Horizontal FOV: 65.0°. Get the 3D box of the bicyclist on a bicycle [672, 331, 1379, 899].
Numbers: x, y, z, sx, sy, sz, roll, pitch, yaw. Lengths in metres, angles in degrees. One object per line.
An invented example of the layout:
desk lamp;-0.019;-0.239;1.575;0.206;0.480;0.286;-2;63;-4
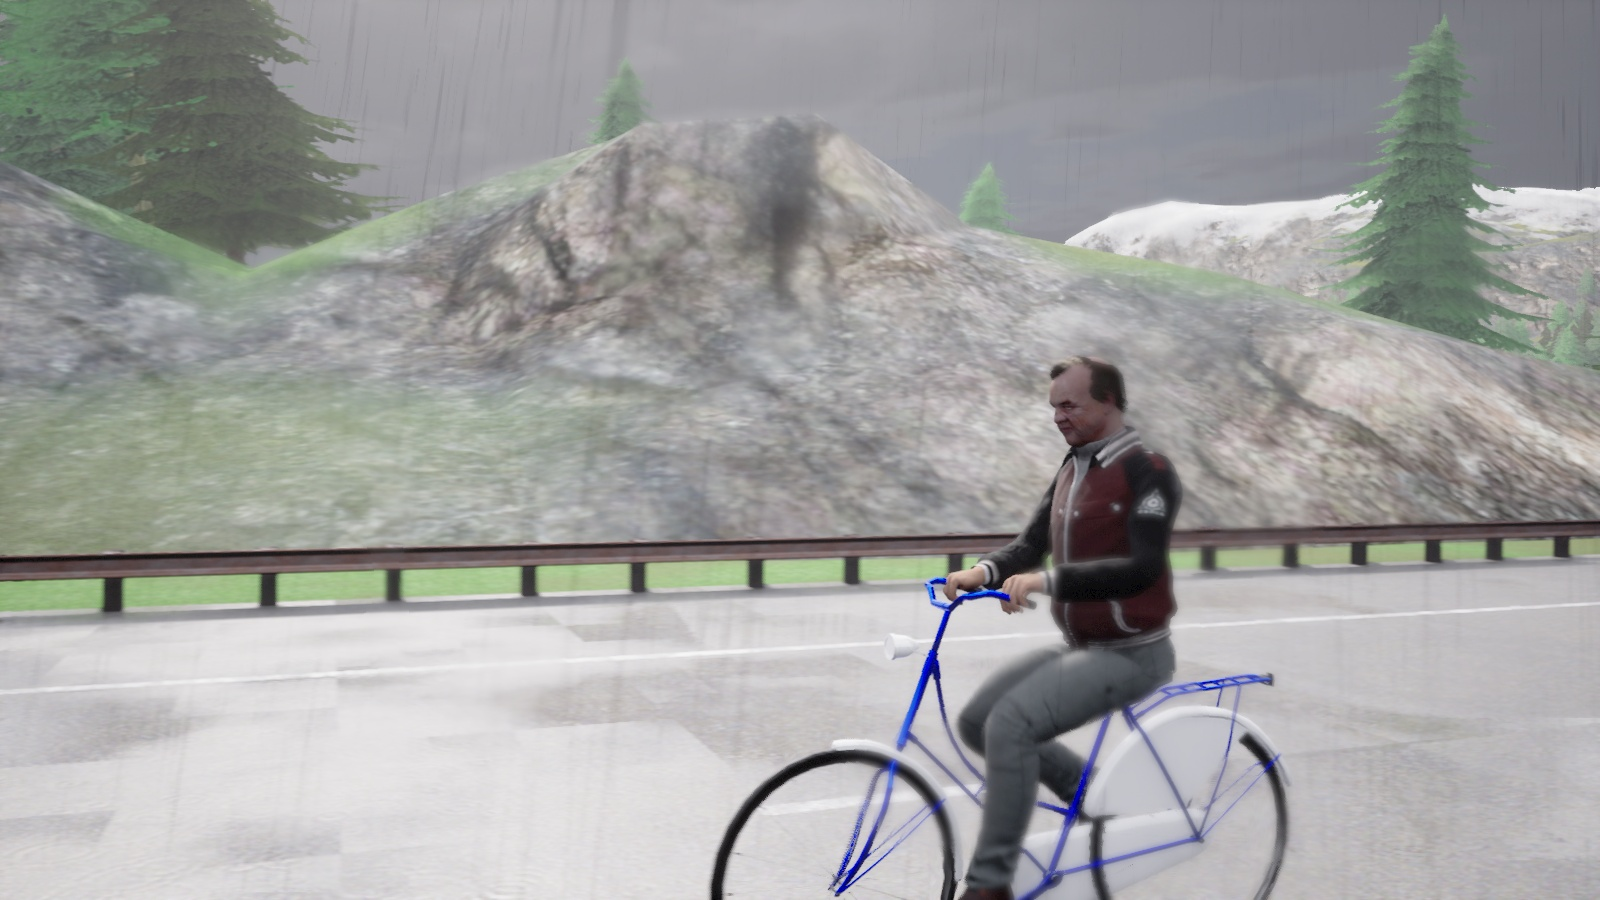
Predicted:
bicyclist on a bicycle;0.634;0.604;3.478;1.843;1.776;0.659;-1;1;-21
